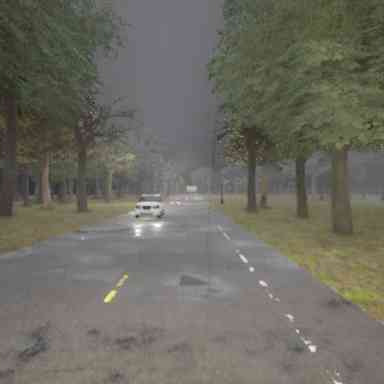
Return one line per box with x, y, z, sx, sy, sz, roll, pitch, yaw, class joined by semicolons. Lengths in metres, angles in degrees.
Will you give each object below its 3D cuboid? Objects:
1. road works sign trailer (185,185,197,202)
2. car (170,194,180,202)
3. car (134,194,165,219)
-0.036;0.323;73.049;2.380;3.560;2.880;0;0;0;road works sign trailer
-3.535;1.227;69.839;2.097;1.767;4.553;0;0;0;car
-3.611;1.210;29.234;2.150;2.045;5.566;0;0;0;car
